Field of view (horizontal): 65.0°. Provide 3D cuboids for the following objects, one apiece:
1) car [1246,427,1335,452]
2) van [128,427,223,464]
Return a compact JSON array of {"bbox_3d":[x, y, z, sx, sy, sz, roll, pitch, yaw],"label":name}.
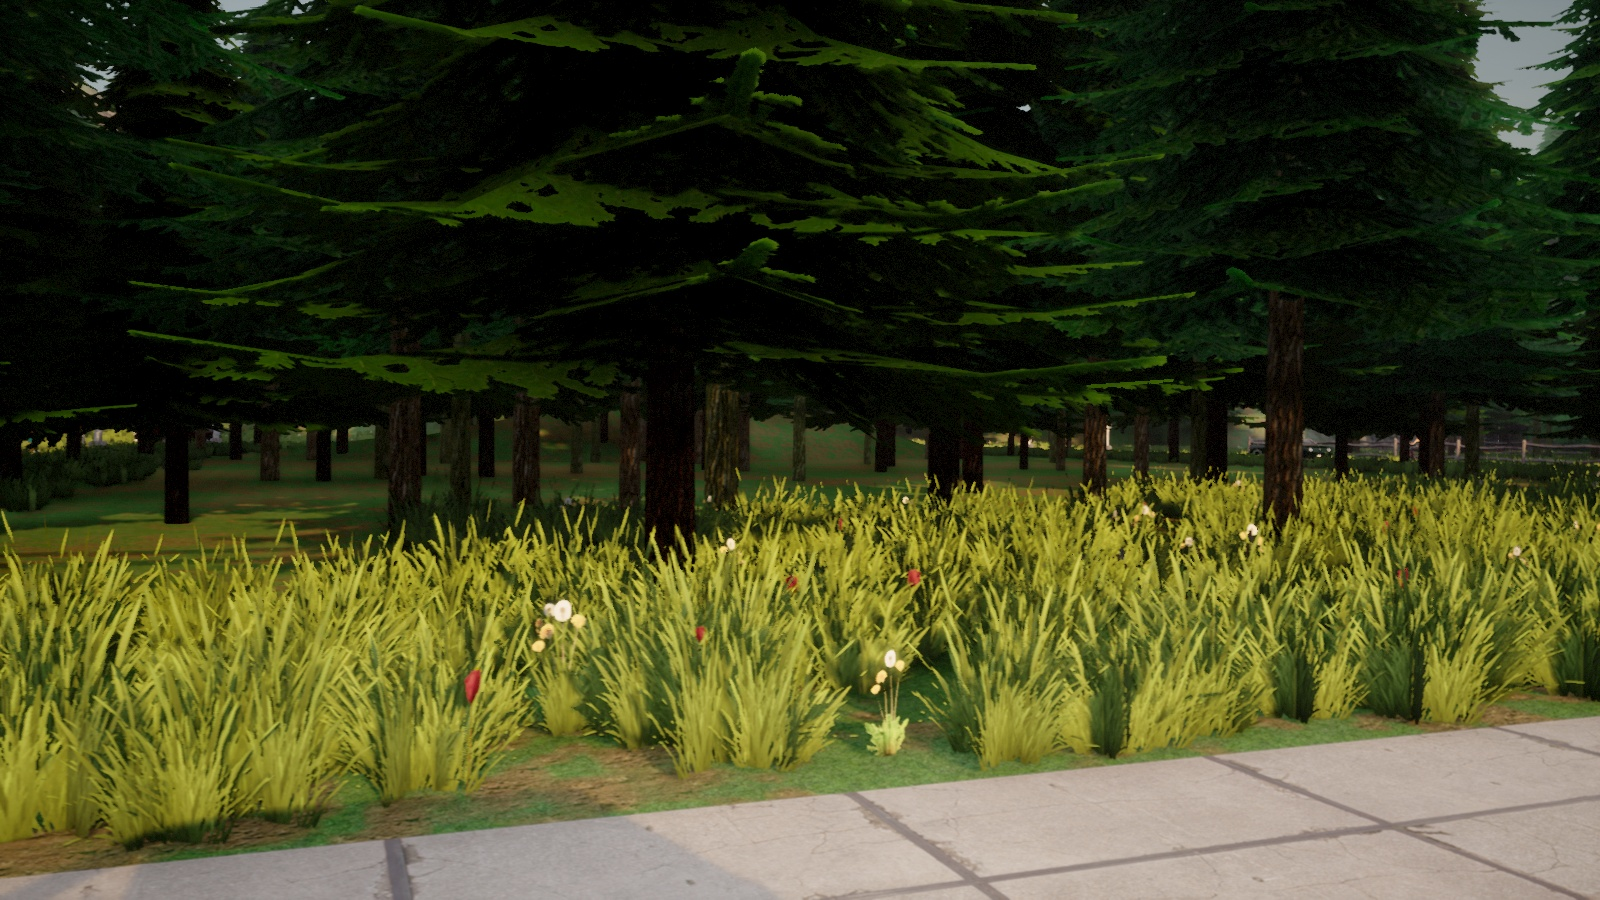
[{"bbox_3d":[26.731,-0.600,68.598,1.895,1.301,4.718,-1,1,-20],"label":"car"},{"bbox_3d":[-36.071,-0.287,72.645,2.069,2.038,4.480,0,1,31],"label":"van"}]
